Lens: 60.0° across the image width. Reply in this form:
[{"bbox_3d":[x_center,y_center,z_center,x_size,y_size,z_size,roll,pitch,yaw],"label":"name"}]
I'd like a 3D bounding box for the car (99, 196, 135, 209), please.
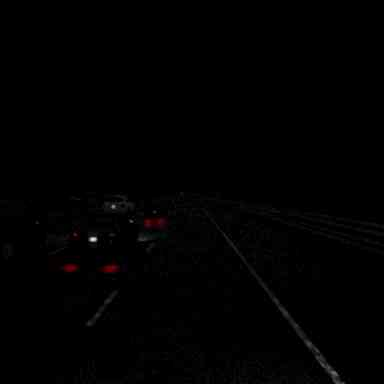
[{"bbox_3d":[-6.902,1.362,31.929,2.150,2.045,5.566,0,0,0],"label":"car"}]

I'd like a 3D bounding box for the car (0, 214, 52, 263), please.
[{"bbox_3d":[-6.904,1.525,12.184,1.882,1.535,5.008,0,0,0],"label":"car"}]

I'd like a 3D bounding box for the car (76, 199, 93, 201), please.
[{"bbox_3d":[-21.005,1.996,66.729,1.895,1.301,4.718,0,0,0],"label":"car"}]

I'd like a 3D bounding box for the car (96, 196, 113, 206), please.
[{"bbox_3d":[-17.505,1.757,66.792,2.097,1.767,4.553,0,0,0],"label":"car"}]

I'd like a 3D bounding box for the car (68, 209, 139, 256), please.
[{"bbox_3d":[-3.404,1.617,13.475,1.994,1.385,4.181,0,0,0],"label":"car"}]

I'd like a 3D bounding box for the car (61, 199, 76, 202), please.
[{"bbox_3d":[-24.505,1.996,66.729,1.895,1.301,4.718,0,0,0],"label":"car"}]

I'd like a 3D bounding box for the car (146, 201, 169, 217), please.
[{"bbox_3d":[-3.403,1.638,32.807,2.128,1.511,4.902,0,0,0],"label":"car"}]
